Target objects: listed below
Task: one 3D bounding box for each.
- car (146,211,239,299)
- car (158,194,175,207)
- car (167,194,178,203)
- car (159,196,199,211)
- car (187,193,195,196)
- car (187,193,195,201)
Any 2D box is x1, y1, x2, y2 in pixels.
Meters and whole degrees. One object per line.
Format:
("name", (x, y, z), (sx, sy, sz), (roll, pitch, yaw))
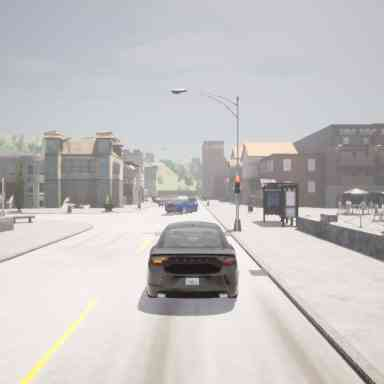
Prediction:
("car", (0.028, 1.478, 8.534), (1.882, 1.535, 5.008), (0, 0, 0))
("car", (-4.232, 1.491, 51.979), (2.128, 1.511, 4.902), (0, 0, 0))
("car", (-4.190, 1.355, 71.142), (2.097, 1.767, 4.553), (0, 0, 0))
("car", (-0.983, 1.478, 34.560), (1.882, 1.535, 5.008), (1, 1, 27))
("car", (-0.064, 1.505, 61.355), (1.837, 1.490, 4.892), (0, 0, 0))
("car", (-0.234, 1.225, 87.494), (2.150, 2.045, 5.566), (0, 0, 0))
